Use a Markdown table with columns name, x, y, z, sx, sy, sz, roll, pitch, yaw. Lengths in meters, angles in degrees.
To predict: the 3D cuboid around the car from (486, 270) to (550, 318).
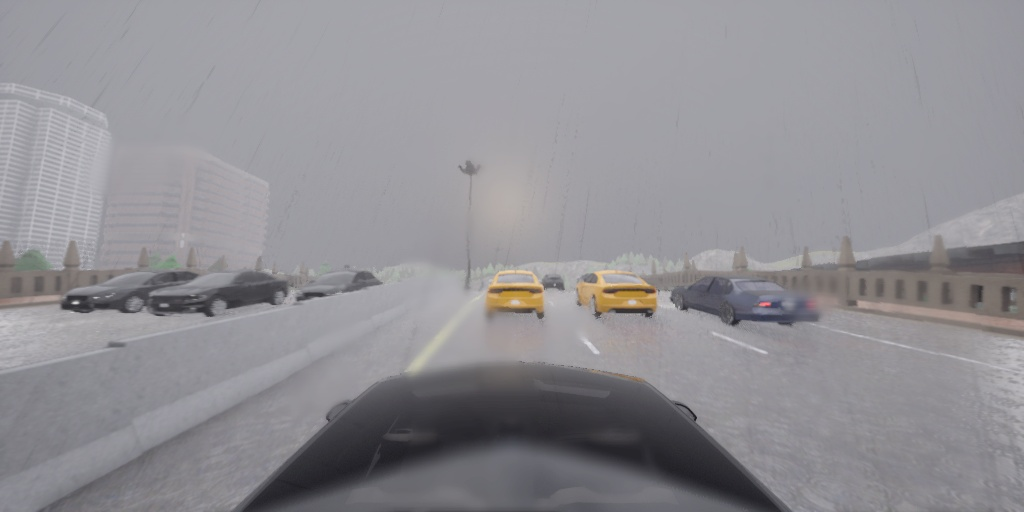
| name | x | y | z | sx | sy | sz | roll | pitch | yaw |
| --- | --- | --- | --- | --- | --- | --- | --- | --- | --- |
| car | 0.120 | 1.278 | 13.241 | 1.882 | 1.535 | 5.008 | 0 | -1 | 0 |

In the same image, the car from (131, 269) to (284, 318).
| name | x | y | z | sx | sy | sz | roll | pitch | yaw |
| --- | --- | --- | --- | --- | --- | --- | --- | --- | --- |
| car | -10.576 | 1.272 | 13.416 | 1.882 | 1.535 | 5.008 | 0 | -1 | 0 |

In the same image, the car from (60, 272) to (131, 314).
| name | x | y | z | sx | sy | sz | roll | pitch | yaw |
| --- | --- | --- | --- | --- | --- | --- | --- | --- | --- |
| car | -14.074 | 1.303 | 13.997 | 1.837 | 1.490 | 4.892 | 0 | -1 | 0 |

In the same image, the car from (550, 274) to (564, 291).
| name | x | y | z | sx | sy | sz | roll | pitch | yaw |
| --- | --- | --- | --- | --- | --- | --- | --- | --- | --- |
| car | 3.657 | 2.462 | 33.134 | 1.837 | 1.490 | 4.892 | 0 | -6 | 0 |

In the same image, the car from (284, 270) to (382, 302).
| name | x | y | z | sx | sy | sz | roll | pitch | yaw |
| --- | --- | --- | --- | --- | --- | --- | --- | --- | --- |
| car | -7.071 | 1.335 | 15.182 | 1.837 | 1.490 | 4.892 | 0 | -1 | 0 |

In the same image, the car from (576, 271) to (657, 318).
| name | x | y | z | sx | sy | sz | roll | pitch | yaw |
| --- | --- | --- | --- | --- | --- | --- | --- | --- | --- |
| car | 3.620 | 1.281 | 13.245 | 1.882 | 1.535 | 5.008 | 0 | -1 | 0 |

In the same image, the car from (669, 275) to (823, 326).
| name | x | y | z | sx | sy | sz | roll | pitch | yaw |
| --- | --- | --- | --- | --- | --- | --- | --- | --- | --- |
| car | 7.117 | 1.333 | 11.710 | 2.033 | 1.411 | 5.357 | 0 | -1 | 0 |

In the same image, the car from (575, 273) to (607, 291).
| name | x | y | z | sx | sy | sz | roll | pitch | yaw |
| --- | --- | --- | --- | --- | --- | --- | --- | --- | --- |
| car | 7.157 | 2.463 | 33.102 | 1.837 | 1.490 | 4.892 | 0 | -6 | 0 |
